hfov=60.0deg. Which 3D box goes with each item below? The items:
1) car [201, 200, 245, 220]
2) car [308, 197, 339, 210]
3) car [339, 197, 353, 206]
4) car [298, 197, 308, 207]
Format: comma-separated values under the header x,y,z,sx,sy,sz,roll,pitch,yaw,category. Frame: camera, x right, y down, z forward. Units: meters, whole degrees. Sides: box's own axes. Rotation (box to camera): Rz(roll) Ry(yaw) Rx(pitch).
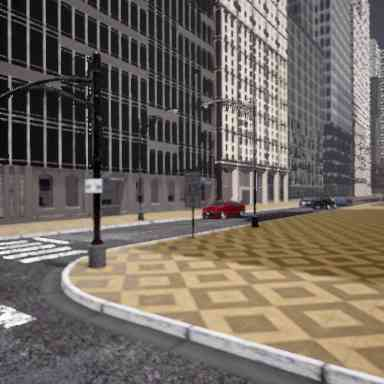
x,y,z,sx,sy,sz,roll,pitch,yaw,category
2.731,1.454,28.420,1.882,1.535,5.008,-1,0,37,car
16.552,1.397,41.696,1.837,1.490,4.892,-1,0,37,car
22.748,1.407,50.076,2.033,1.411,5.357,-1,0,37,car
16.523,1.395,46.770,2.128,1.511,4.902,-1,0,37,car
